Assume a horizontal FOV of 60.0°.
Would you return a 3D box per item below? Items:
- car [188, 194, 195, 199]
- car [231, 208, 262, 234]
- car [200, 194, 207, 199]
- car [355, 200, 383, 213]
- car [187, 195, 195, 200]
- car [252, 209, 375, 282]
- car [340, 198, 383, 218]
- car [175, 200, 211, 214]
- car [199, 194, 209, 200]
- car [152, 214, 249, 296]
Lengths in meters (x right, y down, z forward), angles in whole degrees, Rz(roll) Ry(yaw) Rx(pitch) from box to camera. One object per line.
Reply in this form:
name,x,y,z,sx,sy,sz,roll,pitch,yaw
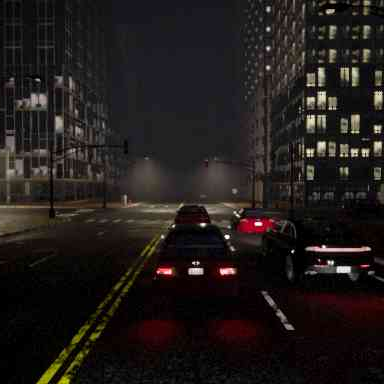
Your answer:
car,-0.217,1.333,91.454,1.895,1.301,4.718,0,0,0
car,3.306,1.554,18.504,1.994,1.385,4.181,0,0,0
car,3.033,1.262,91.431,1.812,1.442,4.674,0,0,0
car,21.719,1.641,38.555,4.829,1.417,1.752,1,0,1
car,-0.193,1.438,81.422,1.812,1.442,4.674,0,0,0
car,3.326,1.487,9.704,2.128,1.511,4.902,0,0,0
car,16.130,1.517,30.256,5.009,1.841,2.192,1,0,1
car,0.061,1.467,18.609,1.882,1.535,5.008,0,0,1
car,3.057,1.509,81.459,1.895,1.301,4.718,0,0,0
car,0.081,1.543,8.789,2.033,1.411,5.357,0,0,0
